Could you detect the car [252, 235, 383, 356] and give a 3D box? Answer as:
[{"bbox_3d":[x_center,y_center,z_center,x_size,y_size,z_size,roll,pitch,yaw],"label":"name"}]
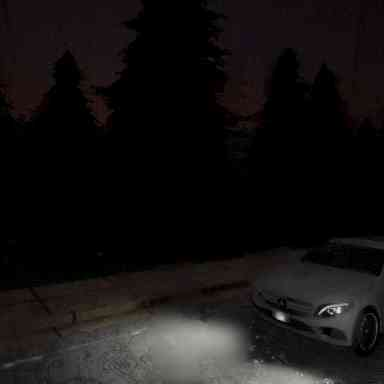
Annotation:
[{"bbox_3d":[3.210,1.587,6.266,4.674,1.442,1.812,1,0,-35],"label":"car"}]
